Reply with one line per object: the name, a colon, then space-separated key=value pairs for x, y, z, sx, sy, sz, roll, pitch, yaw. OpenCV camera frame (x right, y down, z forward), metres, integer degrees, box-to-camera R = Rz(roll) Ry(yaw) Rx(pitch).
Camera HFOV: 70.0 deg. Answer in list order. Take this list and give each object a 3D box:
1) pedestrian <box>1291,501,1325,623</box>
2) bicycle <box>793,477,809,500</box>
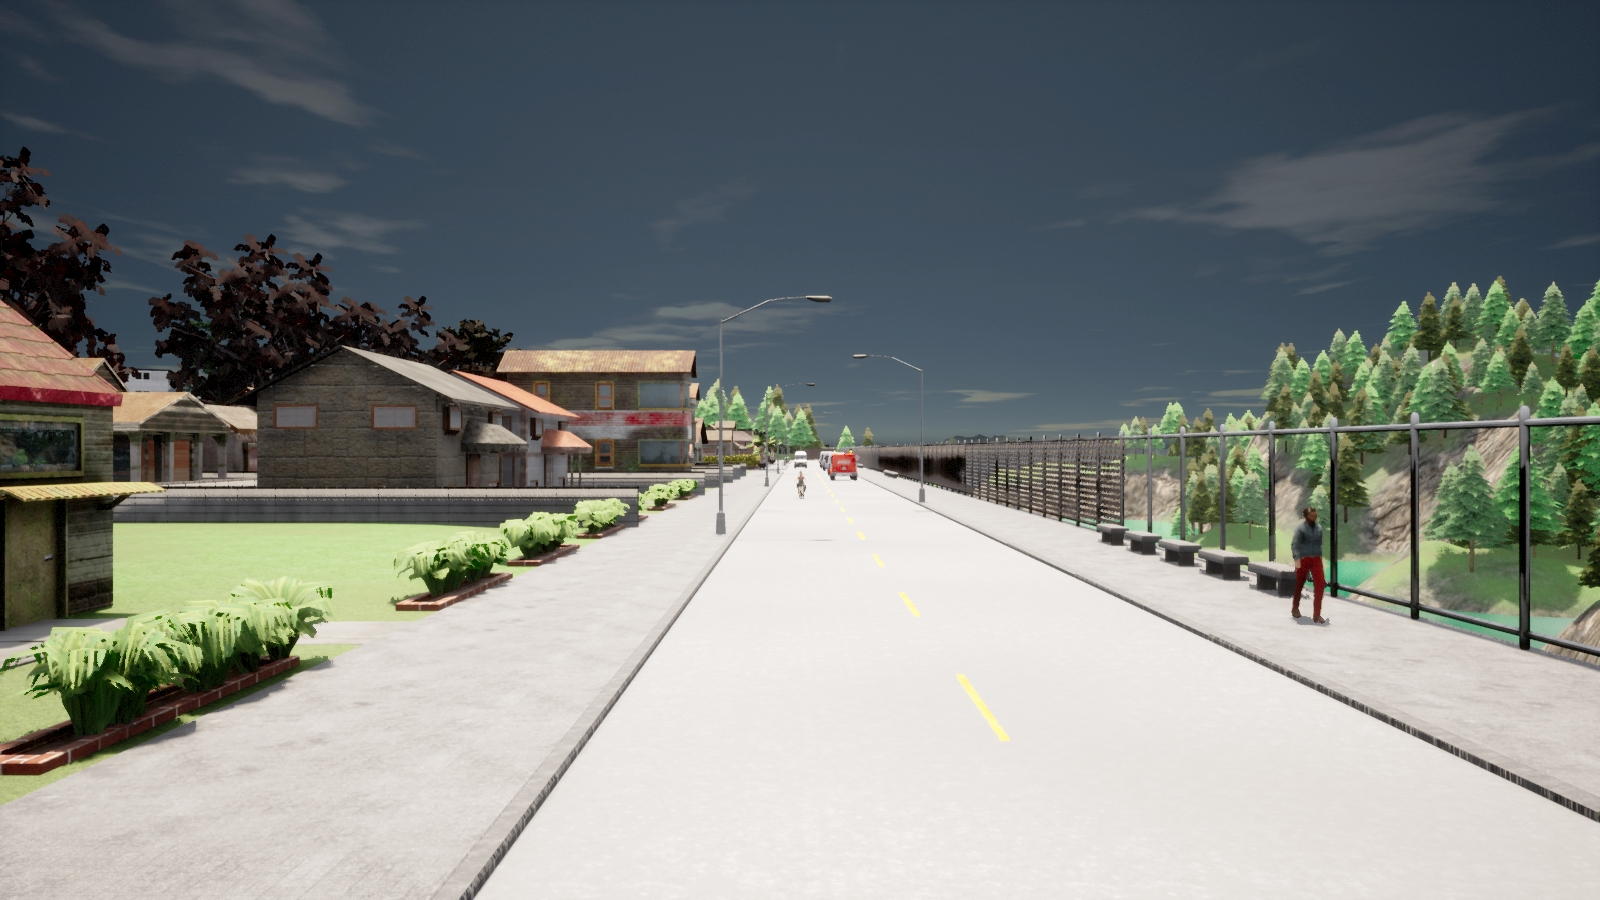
pedestrian: x=7.950 y=1.743 z=17.887 sx=0.375 sy=1.860 sz=0.375 roll=0 pitch=0 yaw=-1
bicycle: x=0.057 y=2.158 z=64.238 sx=0.859 sy=1.276 sz=1.487 roll=0 pitch=0 yaw=0
